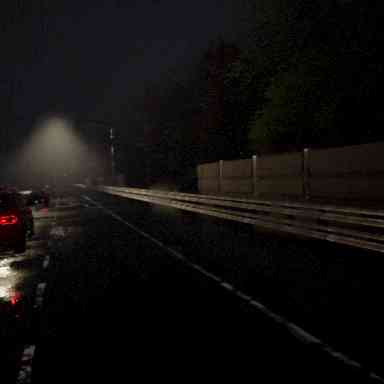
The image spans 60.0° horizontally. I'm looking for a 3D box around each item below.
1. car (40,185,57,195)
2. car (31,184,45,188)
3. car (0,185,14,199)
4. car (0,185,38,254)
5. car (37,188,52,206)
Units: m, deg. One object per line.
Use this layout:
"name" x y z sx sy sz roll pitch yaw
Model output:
"car" -25.977 -0.089 60.197 1.994 1.385 4.181 -3 3 -21
"car" -37.998 -0.871 81.213 2.150 2.045 5.566 -3 3 -21
"car" -32.439 -0.035 57.487 2.150 2.045 5.566 -3 3 -21
"car" -6.980 0.960 11.744 2.150 2.045 5.566 -3 3 -21
"car" -15.329 0.651 33.067 1.812 1.442 4.674 -3 3 -21
